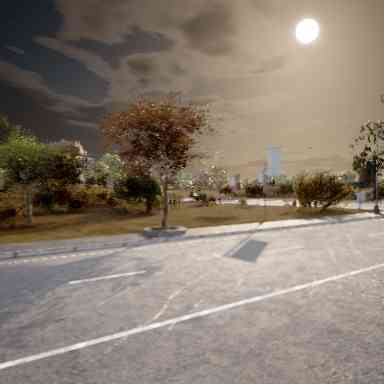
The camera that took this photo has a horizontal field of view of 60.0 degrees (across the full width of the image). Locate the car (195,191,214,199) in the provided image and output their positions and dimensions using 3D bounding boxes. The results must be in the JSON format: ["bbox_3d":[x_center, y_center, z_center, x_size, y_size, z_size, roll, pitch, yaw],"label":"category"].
[{"bbox_3d":[2.812,0.820,61.931,2.150,2.045,5.566,-1,1,-38],"label":"car"}]
